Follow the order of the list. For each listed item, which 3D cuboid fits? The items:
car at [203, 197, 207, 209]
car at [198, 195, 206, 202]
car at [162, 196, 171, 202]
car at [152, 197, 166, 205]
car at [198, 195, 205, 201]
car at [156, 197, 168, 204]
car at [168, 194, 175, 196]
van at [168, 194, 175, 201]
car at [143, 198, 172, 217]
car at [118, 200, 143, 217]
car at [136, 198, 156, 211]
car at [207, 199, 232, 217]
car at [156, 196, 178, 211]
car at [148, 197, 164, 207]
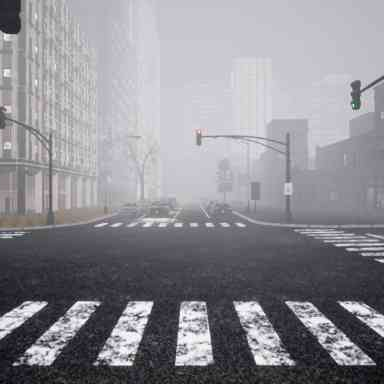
[{"bbox_3d":[2.668,1.598,41.903,1.802,1.307,4.206,0,0,0],"label":"car"},{"bbox_3d":[2.649,1.600,75.148,2.008,1.369,4.403,0,0,0],"label":"car"},{"bbox_3d":[-5.732,1.631,75.143,1.802,1.307,4.206,0,0,0],"label":"car"},{"bbox_3d":[-5.722,1.594,58.520,1.947,1.339,4.313,0,0,0],"label":"car"},{"bbox_3d":[2.639,1.639,91.771,1.947,1.339,4.313,0,0,0],"label":"car"},{"bbox_3d":[-5.726,1.600,64.062,1.947,1.339,4.313,0,0,0],"label":"car"},{"bbox_3d":[-3.117,1.500,50.943,1.882,1.535,5.008,0,0,0],"label":"car"},{"bbox_3d":[-5.741,1.414,91.766,1.690,1.788,3.998,0,0,0],"label":"van"},{"bbox_3d":[-3.135,1.573,30.997,1.994,1.385,4.181,0,0,-2],"label":"car"},{"bbox_3d":[-5.707,1.591,30.816,1.802,1.307,4.206,0,0,0],"label":"car"},{"bbox_3d":[-5.713,1.541,41.728,1.752,1.417,4.829,0,0,0],"label":"car"},{"bbox_3d":[2.675,1.554,30.821,1.887,1.381,4.507,0,0,0],"label":"car"},{"bbox_3d":[-3.120,1.579,40.960,1.994,1.385,4.181,0,0,0],"label":"car"},{"bbox_3d":[-5.718,1.574,52.980,2.008,1.369,4.403,0,0,0],"label":"car"}]
